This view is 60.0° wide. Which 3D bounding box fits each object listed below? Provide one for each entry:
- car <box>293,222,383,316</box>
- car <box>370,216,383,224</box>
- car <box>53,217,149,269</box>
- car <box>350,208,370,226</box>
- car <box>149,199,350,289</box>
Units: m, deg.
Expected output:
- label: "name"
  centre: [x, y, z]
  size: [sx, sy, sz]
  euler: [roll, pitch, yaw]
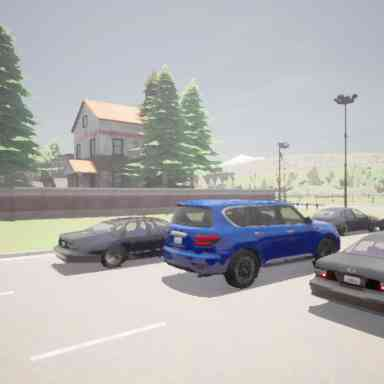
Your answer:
- label: "car"
  centre: [4.765, 1.547, 7.152]
  size: [5.357, 1.411, 2.033]
  euler: [0, 0, -36]
- label: "car"
  centre: [10.671, 1.505, 15.665]
  size: [4.892, 1.490, 1.837]
  euler: [0, 0, -35]
- label: "car"
  centre: [-1.701, 1.548, 11.136]
  size: [5.357, 1.411, 2.033]
  euler: [0, 0, -35]
- label: "car"
  centre: [8.233, 1.547, 18.224]
  size: [5.357, 1.411, 2.033]
  euler: [0, 0, -36]
- label: "car"
  centre: [1.848, 1.223, 9.372]
  size: [5.566, 2.045, 2.150]
  euler: [0, 0, -35]
